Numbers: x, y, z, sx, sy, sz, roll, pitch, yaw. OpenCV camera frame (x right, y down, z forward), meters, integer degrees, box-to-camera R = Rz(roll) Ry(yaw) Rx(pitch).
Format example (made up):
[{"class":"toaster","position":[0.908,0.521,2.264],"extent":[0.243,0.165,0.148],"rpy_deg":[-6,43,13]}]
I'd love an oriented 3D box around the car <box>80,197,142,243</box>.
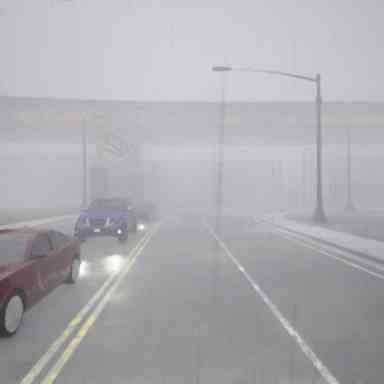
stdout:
[{"class":"car","position":[-4.138,1.297,16.969],"extent":[2.150,2.045,5.566],"rpy_deg":[0,0,-2]}]

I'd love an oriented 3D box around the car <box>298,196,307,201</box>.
[{"class":"car","position":[27.054,1.437,85.714],"extent":[4.536,1.218,1.853],"rpy_deg":[0,0,-41]}]

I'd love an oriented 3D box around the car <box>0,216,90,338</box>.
[{"class":"car","position":[-3.791,1.519,6.855],"extent":[1.882,1.535,5.008],"rpy_deg":[0,0,-2]}]

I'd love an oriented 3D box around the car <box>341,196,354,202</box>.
[{"class":"car","position":[30.367,1.353,64.862],"extent":[1.853,1.218,4.536],"rpy_deg":[0,0,29]}]

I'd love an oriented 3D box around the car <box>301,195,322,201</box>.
[{"class":"car","position":[31.076,1.577,86.617],"extent":[2.038,1.542,4.974],"rpy_deg":[0,0,-36]}]

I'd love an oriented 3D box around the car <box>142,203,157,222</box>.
[{"class":"car","position":[-4.147,1.658,27.654],"extent":[2.033,1.411,5.357],"rpy_deg":[0,0,4]}]

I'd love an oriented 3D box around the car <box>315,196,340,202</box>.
[{"class":"car","position":[27.210,1.376,66.929],"extent":[1.853,1.218,4.536],"rpy_deg":[0,0,-31]}]

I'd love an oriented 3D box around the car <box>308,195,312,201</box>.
[{"class":"car","position":[31.106,1.420,86.576],"extent":[1.853,1.218,4.536],"rpy_deg":[0,0,-36]}]

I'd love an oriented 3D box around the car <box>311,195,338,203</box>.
[{"class":"car","position":[27.237,1.533,66.884],"extent":[2.038,1.542,4.974],"rpy_deg":[0,0,-31]}]

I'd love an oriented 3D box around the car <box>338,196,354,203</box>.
[{"class":"car","position":[30.343,1.511,64.816],"extent":[2.038,1.542,4.974],"rpy_deg":[0,0,29]}]
